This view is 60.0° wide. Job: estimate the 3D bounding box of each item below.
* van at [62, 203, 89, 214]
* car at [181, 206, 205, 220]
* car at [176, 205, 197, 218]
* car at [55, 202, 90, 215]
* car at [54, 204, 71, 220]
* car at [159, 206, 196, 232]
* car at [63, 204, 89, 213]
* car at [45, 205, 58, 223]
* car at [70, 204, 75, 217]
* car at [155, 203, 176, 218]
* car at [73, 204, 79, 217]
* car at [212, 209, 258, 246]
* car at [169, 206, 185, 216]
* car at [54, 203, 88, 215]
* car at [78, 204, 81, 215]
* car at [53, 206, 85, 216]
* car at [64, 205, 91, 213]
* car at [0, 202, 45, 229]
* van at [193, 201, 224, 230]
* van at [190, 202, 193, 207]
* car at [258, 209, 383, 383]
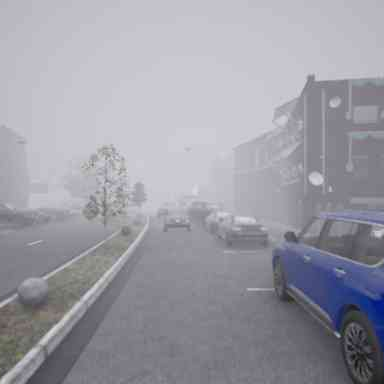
[{"bbox_3d":[-21.236,2.953,60.809,4.442,1.987,1.878,0,-2,-14],"label":"van"},{"bbox_3d":[0.052,2.390,38.494,2.163,1.488,4.792,0,-2,-8],"label":"car"},{"bbox_3d":[-0.812,2.543,43.916,2.097,1.535,5.008,0,-2,-9],"label":"car"},{"bbox_3d":[-20.728,2.850,58.109,5.566,2.045,2.435,0,-2,-13],"label":"car"},{"bbox_3d":[-16.462,2.401,36.833,4.892,1.521,2.231,0,-2,-8],"label":"car"},{"bbox_3d":[-1.145,1.970,23.624,2.033,1.411,5.357,0,-2,-5],"label":"car"},{"bbox_3d":[-22.026,3.130,63.450,4.553,1.767,2.185,0,-2,-14],"label":"car"},{"bbox_3d":[-15.633,2.230,31.309,4.792,1.488,2.163,0,-2,-7],"label":"car"},{"bbox_3d":[-16.934,2.525,39.522,4.792,1.488,2.163,0,-2,-9],"label":"car"},{"bbox_3d":[-3.463,2.512,41.782,1.837,1.490,4.892,0,-2,-9],"label":"car"},{"bbox_3d":[-17.340,2.618,42.219,4.792,1.488,2.163,0,-2,-10],"label":"car"},{"bbox_3d":[2.395,1.763,16.420,2.002,1.452,4.674,0,-1,-4],"label":"car"},{"bbox_3d":[-2.408,2.929,52.036,1.895,1.301,4.718,0,-2,-11],"label":"car"},{"bbox_3d":[-18.197,2.765,47.614,5.366,1.575,1.946,0,-2,-11],"label":"car"},{"bbox_3d":[-17.863,2.720,44.898,4.674,1.452,2.002,0,-2,-10],"label":"car"},{"bbox_3d":[-19.493,2.981,52.905,4.674,1.452,2.002,0,-2,-12],"label":"car"},{"bbox_3d":[-22.635,3.333,66.132,4.892,1.521,2.231,0,-2,-14],"label":"car"},{"bbox_3d":[-14.969,1.771,25.895,5.566,2.045,2.435,0,-2,-6],"label":"car"},{"bbox_3d":[1.441,1.778,27.597,1.878,1.987,4.442,0,-1,-5],"label":"van"},{"bbox_3d":[0.790,1.950,33.095,1.878,1.987,4.442,0,-2,-7],"label":"van"},{"bbox_3d":[2.936,1.285,5.394,2.435,2.045,5.566,0,-1,-1],"label":"car"}]
